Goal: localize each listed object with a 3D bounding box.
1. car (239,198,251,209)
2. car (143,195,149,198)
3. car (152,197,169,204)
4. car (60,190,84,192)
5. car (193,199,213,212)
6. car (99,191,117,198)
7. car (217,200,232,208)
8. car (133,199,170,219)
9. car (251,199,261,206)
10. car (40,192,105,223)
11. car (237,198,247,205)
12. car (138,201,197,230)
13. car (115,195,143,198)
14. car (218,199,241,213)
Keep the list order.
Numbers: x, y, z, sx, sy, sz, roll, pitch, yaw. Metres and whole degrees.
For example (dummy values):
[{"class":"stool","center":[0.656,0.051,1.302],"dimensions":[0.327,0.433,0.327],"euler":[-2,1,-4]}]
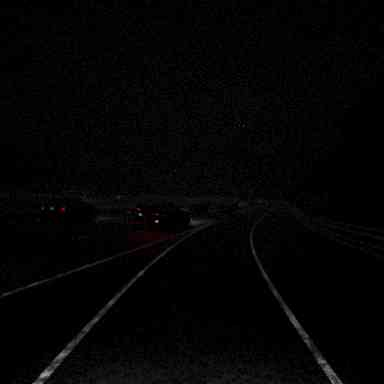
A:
[{"class":"car","center":[9.786,2.506,64.320],"dimensions":[1.812,1.442,4.674],"euler":[3,0,15]},{"class":"car","center":[-10.273,1.509,70.494],"dimensions":[1.837,1.490,4.892],"euler":[3,0,15]},{"class":"car","center":[-6.678,1.785,70.416],"dimensions":[1.895,1.301,4.718],"euler":[3,0,15]},{"class":"car","center":[-14.938,0.805,40.153],"dimensions":[2.150,2.045,5.566],"euler":[3,-1,15]},{"class":"car","center":[1.004,1.893,45.288],"dimensions":[1.882,1.535,5.008],"euler":[3,0,15]},{"class":"car","center":[-14.391,0.924,55.386],"dimensions":[2.150,2.045,5.566],"euler":[3,0,16]},{"class":"car","center":[6.411,2.363,65.236],"dimensions":[2.033,1.411,5.357],"euler":[3,0,15]},{"class":"car","center":[-3.473,1.593,28.787],"dimensions":[1.837,1.490,4.892],"euler":[3,0,15]},{"class":"car","center":[17.666,3.137,93.382],"dimensions":[1.837,1.490,4.892],"euler":[3,-1,15]},{"class":"car","center":[-8.500,1.153,23.581],"dimensions":[2.097,1.767,4.553],"euler":[3,0,15]},{"class":"car","center":[14.316,2.700,94.339],"dimensions":[2.150,2.045,5.566],"euler":[3,-1,15]},{"class":"car","center":[-1.511,1.639,22.664],"dimensions":[2.128,1.511,4.902],"euler":[3,0,15]},{"class":"car","center":[-10.581,1.501,56.100],"dimensions":[1.895,1.301,4.718],"euler":[3,0,16]},{"class":"car","center":[5.319,2.127,47.841],"dimensions":[1.882,1.535,5.008],"euler":[3,0,15]}]
